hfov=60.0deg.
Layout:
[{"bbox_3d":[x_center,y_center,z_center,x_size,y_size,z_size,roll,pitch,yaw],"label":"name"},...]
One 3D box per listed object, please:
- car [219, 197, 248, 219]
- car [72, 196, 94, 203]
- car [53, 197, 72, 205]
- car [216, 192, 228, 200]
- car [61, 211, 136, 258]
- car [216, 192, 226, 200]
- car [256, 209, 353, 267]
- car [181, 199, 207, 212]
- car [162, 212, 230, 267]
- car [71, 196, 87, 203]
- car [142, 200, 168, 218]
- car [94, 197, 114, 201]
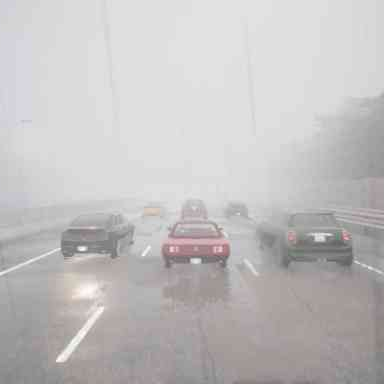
[{"bbox_3d":[3.694,1.497,28.839,1.837,1.490,4.892,0,0,0],"label":"car"},{"bbox_3d":[-17.236,1.535,54.428,2.033,1.411,5.357,0,0,1],"label":"car"},{"bbox_3d":[-20.731,1.535,54.460,2.033,1.411,5.357,0,0,1],"label":"car"},{"bbox_3d":[7.553,1.055,80.541,2.150,2.045,5.566,0,0,3],"label":"car"},{"bbox_3d":[-3.378,1.500,12.698,1.837,1.490,4.892,0,0,0],"label":"car"},{"bbox_3d":[7.844,1.136,89.820,2.150,2.045,5.566,0,0,1],"label":"car"},{"bbox_3d":[3.619,1.348,11.525,2.097,1.767,4.553,0,0,0],"label":"car"},{"bbox_3d":[0.192,1.344,28.503,2.097,1.767,4.553,0,0,0],"label":"car"},{"bbox_3d":[0.117,1.597,11.328,1.895,1.301,4.718,0,0,0],"label":"car"},{"bbox_3d":[-23.373,1.486,69.017,1.812,1.442,4.674,0,0,-2],"label":"car"},{"bbox_3d":[-3.297,1.469,30.249,1.882,1.535,5.008,0,0,0],"label":"car"},{"bbox_3d":[-13.739,1.536,54.395,2.033,1.411,5.357,0,0,1],"label":"car"}]
